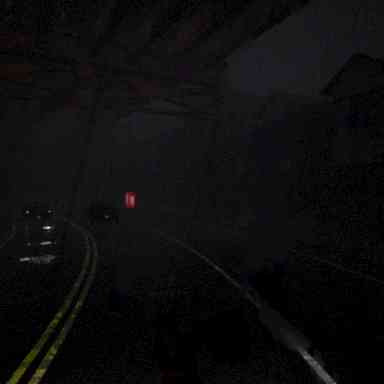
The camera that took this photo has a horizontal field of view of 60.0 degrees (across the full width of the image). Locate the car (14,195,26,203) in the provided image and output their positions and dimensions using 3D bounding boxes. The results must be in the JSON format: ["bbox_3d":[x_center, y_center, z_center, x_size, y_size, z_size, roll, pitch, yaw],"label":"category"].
[{"bbox_3d":[-31.953,1.296,61.793,1.994,1.385,4.181,-1,1,-29],"label":"car"}]

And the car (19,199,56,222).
[{"bbox_3d":[-12.097,1.503,25.854,1.895,1.301,4.718,-1,1,-29],"label":"car"}]

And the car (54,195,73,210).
[{"bbox_3d":[-15.514,1.368,39.622,2.033,1.411,5.357,-1,1,-29],"label":"car"}]

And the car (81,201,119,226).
[{"bbox_3d":[-6.393,1.350,22.814,1.882,1.535,5.008,-1,1,-27],"label":"car"}]
